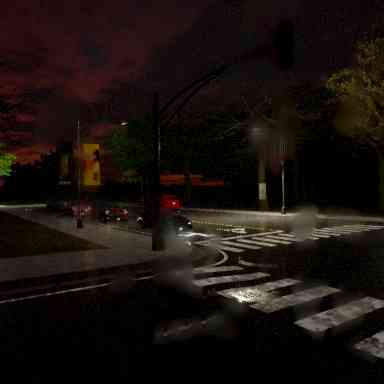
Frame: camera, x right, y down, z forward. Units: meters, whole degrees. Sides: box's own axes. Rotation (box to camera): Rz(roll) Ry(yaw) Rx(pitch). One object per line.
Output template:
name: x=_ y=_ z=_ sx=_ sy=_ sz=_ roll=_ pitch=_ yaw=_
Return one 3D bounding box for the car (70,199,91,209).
car: x=-19.655 y=2.080 z=58.701 sx=2.033 sy=1.411 sz=5.357 roll=-1 pitch=0 yaw=-35

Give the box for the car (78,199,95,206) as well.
car: x=-21.155 y=2.101 z=66.679 sx=1.994 sy=1.385 sz=4.181 roll=-1 pitch=0 yaw=-35

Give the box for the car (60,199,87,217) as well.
car: x=-13.087 y=1.812 z=37.837 sx=2.097 sy=1.767 sz=4.553 roll=-1 pitch=0 yaw=-35

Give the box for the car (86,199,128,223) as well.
car: x=-7.475 y=1.717 z=29.819 sx=2.097 sy=1.767 sz=4.553 roll=-1 pitch=0 yaw=-35

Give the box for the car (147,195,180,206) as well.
car: x=-3.688 y=1.461 z=41.740 sx=2.150 sy=2.045 sz=5.566 roll=-1 pitch=0 yaw=-35

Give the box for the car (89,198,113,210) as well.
car: x=-13.791 y=1.783 z=50.392 sx=2.097 sy=1.767 sz=4.553 roll=-1 pitch=0 yaw=-35

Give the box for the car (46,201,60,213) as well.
car: x=-18.846 y=2.036 z=46.139 sx=1.882 sy=1.535 sz=5.008 roll=-1 pitch=0 yaw=-35

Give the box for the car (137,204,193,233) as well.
car: x=-1.975 y=1.820 z=22.069 sx=2.033 sy=1.411 sz=5.357 roll=-1 pitch=0 yaw=-29
